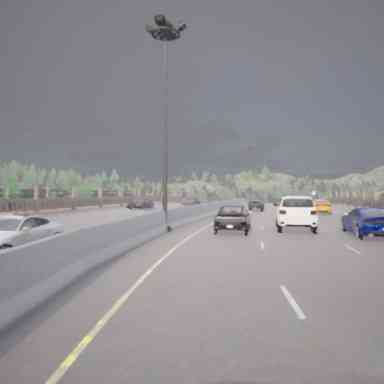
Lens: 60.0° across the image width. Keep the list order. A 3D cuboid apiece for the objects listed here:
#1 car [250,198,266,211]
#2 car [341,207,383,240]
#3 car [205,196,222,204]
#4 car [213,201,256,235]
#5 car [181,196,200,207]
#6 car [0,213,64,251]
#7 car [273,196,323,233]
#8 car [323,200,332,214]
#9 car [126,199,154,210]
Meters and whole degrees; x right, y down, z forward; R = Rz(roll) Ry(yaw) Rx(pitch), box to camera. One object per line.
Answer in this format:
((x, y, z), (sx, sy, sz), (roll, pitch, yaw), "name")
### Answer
((7.926, 1.551, 40.986), (1.837, 1.490, 4.892), (0, 0, 15), "car")
((9.165, 1.522, 17.271), (1.882, 1.535, 5.008), (0, 0, 12), "car")
((3.385, 1.381, 51.942), (2.097, 1.767, 4.553), (0, 0, 15), "car")
((2.383, 1.507, 18.930), (2.128, 1.511, 4.902), (0, 0, 12), "car")
((-0.230, 1.366, 51.967), (2.097, 1.767, 4.553), (0, 0, 15), "car")
((-6.175, 1.502, 11.464), (1.812, 1.442, 4.674), (0, 0, 8), "car")
((6.182, 1.254, 20.086), (2.150, 2.045, 5.566), (0, 0, 13), "car")
((13.830, 1.548, 35.893), (1.882, 1.535, 5.008), (0, 0, 15), "car")
((-6.458, 1.531, 42.062), (2.033, 1.411, 5.357), (0, 0, 15), "car")
